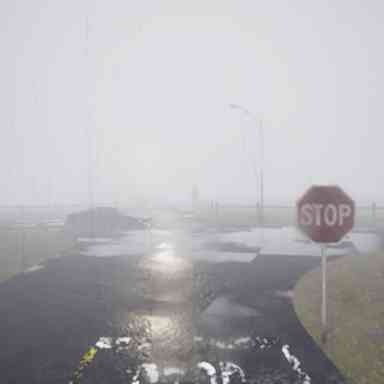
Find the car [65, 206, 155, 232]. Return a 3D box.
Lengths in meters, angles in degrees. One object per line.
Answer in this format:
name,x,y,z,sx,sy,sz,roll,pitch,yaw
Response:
car,-4.944,1.552,19.833,5.357,1.411,2.033,-1,-1,21
